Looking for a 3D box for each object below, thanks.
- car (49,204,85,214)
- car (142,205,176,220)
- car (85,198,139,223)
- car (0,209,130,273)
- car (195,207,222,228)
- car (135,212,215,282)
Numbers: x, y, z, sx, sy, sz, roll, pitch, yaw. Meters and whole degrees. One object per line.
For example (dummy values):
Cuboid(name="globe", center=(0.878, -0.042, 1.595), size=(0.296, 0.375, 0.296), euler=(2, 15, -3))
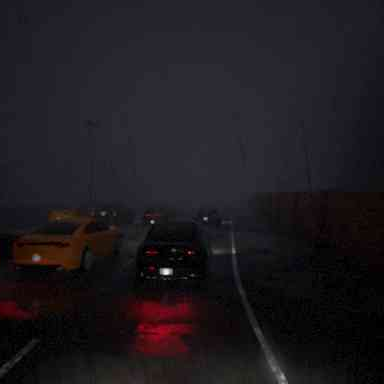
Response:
Cuboid(name="car", center=(-9.232, 1.711, 26.056), size=(1.882, 1.535, 5.008), euler=(0, 0, 7))
Cuboid(name="car", center=(-2.356, 1.729, 24.607), size=(1.837, 1.490, 4.892), euler=(0, 0, 7))
Cuboid(name="car", center=(-5.844, 1.575, 24.907), size=(2.097, 1.767, 4.553), euler=(0, -1, 7))
Cuboid(name="car", center=(-3.795, 1.577, 11.104), size=(1.882, 1.535, 5.008), euler=(0, 0, 6))
Cuboid(name="car", center=(1.137, 1.784, 24.319), size=(1.994, 1.385, 4.181), euler=(0, 0, 7))
Cuboid(name="car", center=(-0.379, 1.600, 10.147), size=(1.837, 1.490, 4.892), euler=(0, 0, 5))
